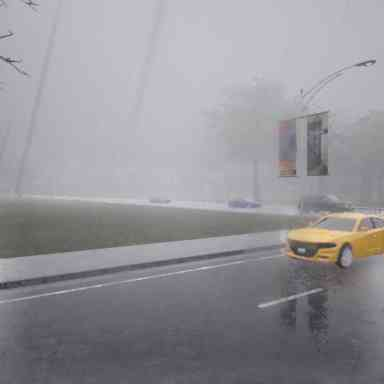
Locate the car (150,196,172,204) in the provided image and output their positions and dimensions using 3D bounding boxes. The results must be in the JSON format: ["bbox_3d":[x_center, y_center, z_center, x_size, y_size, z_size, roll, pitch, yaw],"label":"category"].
[{"bbox_3d":[-5.770,1.455,60.619,2.033,1.411,5.357,0,0,-36],"label":"car"}]

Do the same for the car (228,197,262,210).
[{"bbox_3d":[6.875,1.440,43.157,1.882,1.535,5.008,0,0,-36],"label":"car"}]

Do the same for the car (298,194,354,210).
[{"bbox_3d":[13.548,1.224,34.022,2.150,2.045,5.566,0,0,-36],"label":"car"}]

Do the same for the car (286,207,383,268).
[{"bbox_3d":[5.336,1.485,11.454,5.008,1.535,1.882,0,0,-35],"label":"car"}]
